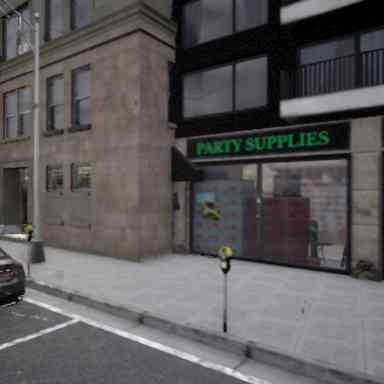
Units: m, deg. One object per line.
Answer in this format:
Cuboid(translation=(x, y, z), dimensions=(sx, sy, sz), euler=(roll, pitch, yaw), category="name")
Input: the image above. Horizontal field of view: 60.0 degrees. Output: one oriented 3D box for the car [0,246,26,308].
Cuboid(translation=(-5.046, 1.540, 6.675), dimensions=(4.403, 1.369, 2.008), euler=(0, 0, 35), category="car")
